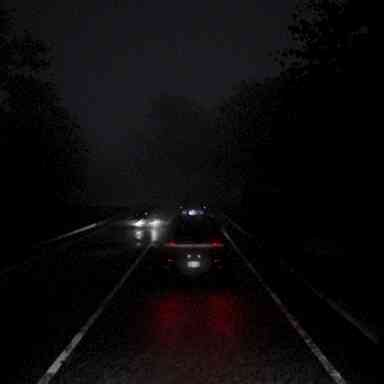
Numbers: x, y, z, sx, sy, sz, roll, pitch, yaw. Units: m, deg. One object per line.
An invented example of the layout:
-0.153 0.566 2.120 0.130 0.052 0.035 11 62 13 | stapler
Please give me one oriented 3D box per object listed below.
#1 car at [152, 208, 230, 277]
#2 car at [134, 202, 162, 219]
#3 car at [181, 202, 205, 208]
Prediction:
0.060 1.471 10.214 2.128 1.511 4.902 0 0 0 | car
-3.583 1.505 27.897 1.994 1.385 4.181 0 0 0 | car
0.071 1.492 26.256 2.033 1.411 5.357 0 0 0 | car
